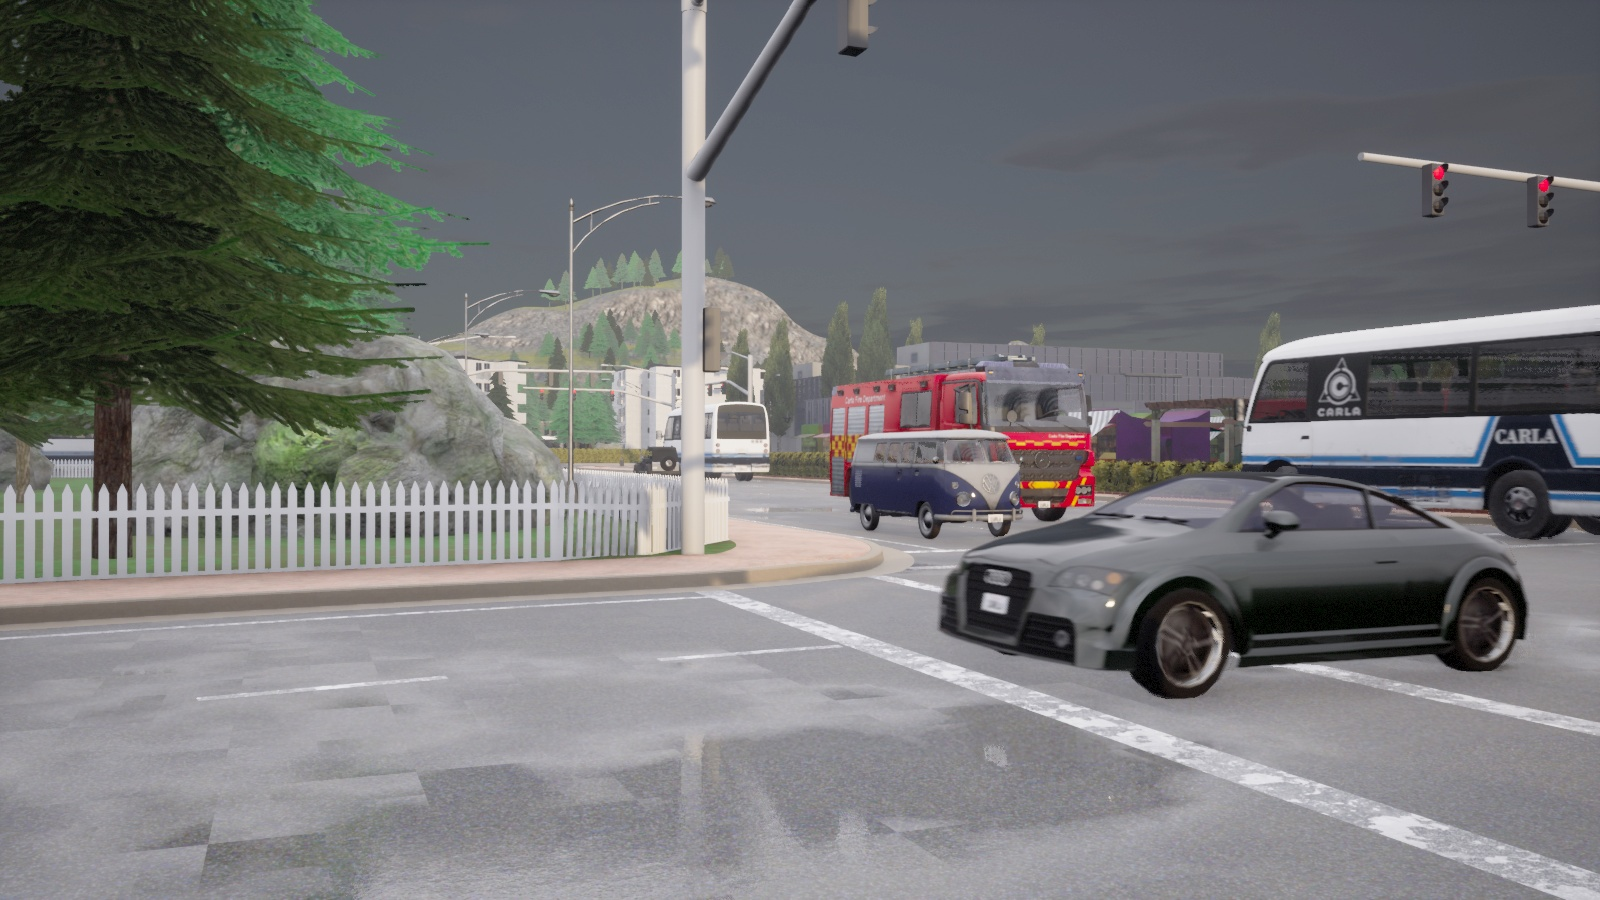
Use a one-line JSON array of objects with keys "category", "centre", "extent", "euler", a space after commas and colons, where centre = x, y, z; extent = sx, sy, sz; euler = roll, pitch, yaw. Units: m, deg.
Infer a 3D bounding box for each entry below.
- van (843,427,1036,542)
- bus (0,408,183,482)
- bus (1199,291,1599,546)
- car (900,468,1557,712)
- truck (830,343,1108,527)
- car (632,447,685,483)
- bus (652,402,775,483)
[{"category": "van", "centre": [2.553, 0.607, 24.141], "extent": [1.775, 1.987, 4.442], "euler": [0, 0, -22]}, {"category": "bus", "centre": [-42.870, -0.301, 75.260], "extent": [10.273, 4.253, 3.944], "euler": [0, 0, -21]}, {"category": "bus", "centre": [13.341, -0.537, 25.867], "extent": [3.944, 4.253, 10.273], "euler": [-1, 0, -23]}, {"category": "car", "centre": [3.039, 0.835, 8.973], "extent": [4.181, 1.385, 1.994], "euler": [1, 0, -23]}, {"category": "truck", "centre": [3.741, -0.298, 30.549], "extent": [2.891, 3.827, 8.468], "euler": [0, 0, -22]}, {"category": "car", "centre": [-7.748, 0.780, 68.369], "extent": [1.905, 1.878, 3.866], "euler": [0, 0, -22]}, {"category": "bus", "centre": [-5.085, -0.391, 71.120], "extent": [3.944, 4.253, 10.273], "euler": [0, 0, -22]}]
